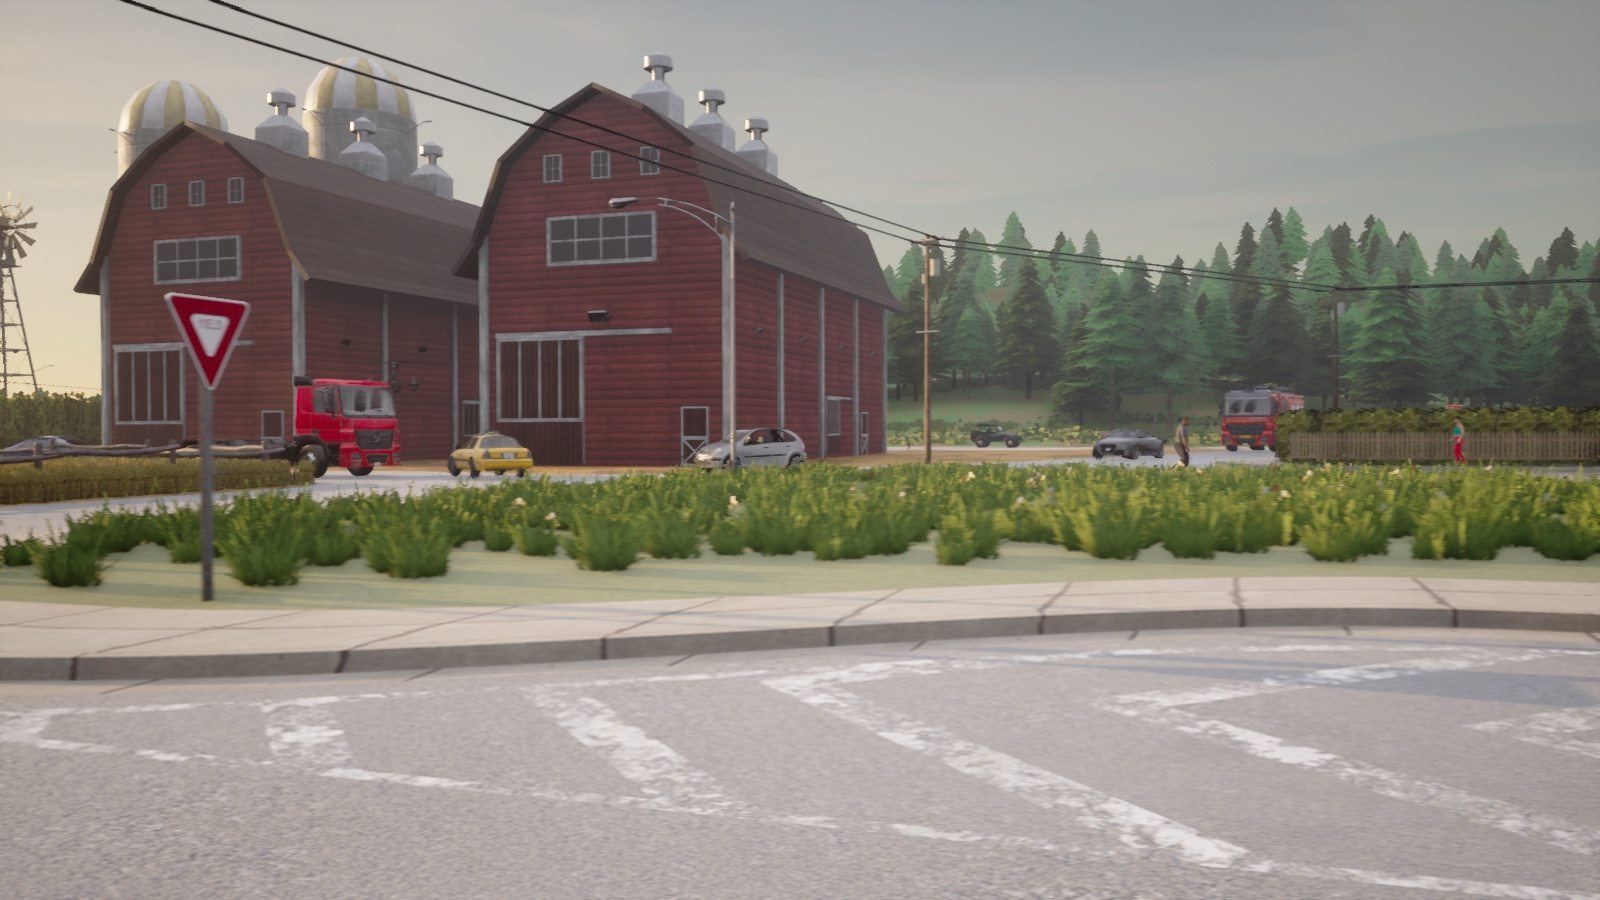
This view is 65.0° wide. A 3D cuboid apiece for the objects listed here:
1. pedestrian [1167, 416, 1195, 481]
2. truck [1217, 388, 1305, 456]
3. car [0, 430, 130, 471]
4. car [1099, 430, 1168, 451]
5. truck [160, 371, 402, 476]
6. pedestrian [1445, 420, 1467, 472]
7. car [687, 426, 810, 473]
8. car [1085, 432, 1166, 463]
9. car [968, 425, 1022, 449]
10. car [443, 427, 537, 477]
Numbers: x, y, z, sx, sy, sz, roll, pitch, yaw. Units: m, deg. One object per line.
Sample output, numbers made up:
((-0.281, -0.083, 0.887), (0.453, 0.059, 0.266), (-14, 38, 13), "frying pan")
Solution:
((10.879, -0.055, 35.863), (0.694, 1.848, 0.540), (0, 1, 13), "pedestrian")
((27.379, -1.630, 74.398), (2.891, 3.827, 8.468), (1, 1, 34), "truck")
((-27.645, -0.003, 46.923), (4.674, 1.442, 1.812), (0, 1, 16), "car")
((24.733, -0.710, 93.034), (4.792, 1.488, 2.163), (0, 1, 20), "car")
((-18.165, -0.928, 43.973), (7.936, 3.462, 2.891), (1, 1, 20), "truck")
((23.340, -0.146, 44.677), (0.594, 1.836, 0.345), (0, 1, 16), "pedestrian")
((-1.813, -0.043, 44.607), (3.988, 1.617, 1.851), (-1, 1, -35), "car")
((15.389, -0.130, 59.292), (1.994, 1.385, 4.181), (1, 1, 42), "car")
((14.994, -1.007, 96.517), (3.866, 1.878, 1.905), (1, 1, 20), "car")
((-10.561, 0.039, 42.446), (1.801, 1.575, 5.366), (-1, 1, -28), "car")
